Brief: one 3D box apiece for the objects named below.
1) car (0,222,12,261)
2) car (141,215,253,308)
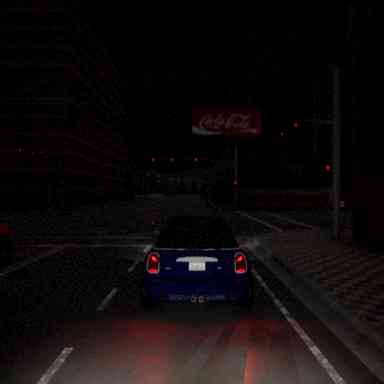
[{"bbox_3d":[-7.048,1.344,9.125,2.097,1.767,4.553,0,0,0],"label":"car"},{"bbox_3d":[0.086,1.345,8.058,2.097,1.767,4.553,0,0,0],"label":"car"}]
